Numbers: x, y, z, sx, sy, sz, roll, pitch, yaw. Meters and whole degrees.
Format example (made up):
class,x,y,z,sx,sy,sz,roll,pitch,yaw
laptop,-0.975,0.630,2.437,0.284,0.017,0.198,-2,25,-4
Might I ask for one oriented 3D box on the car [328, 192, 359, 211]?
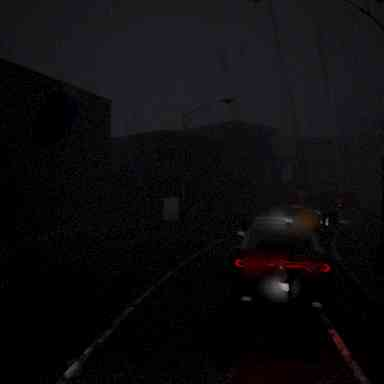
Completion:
class,x,y,z,sx,sy,sz,roll,pitch,yaw
car,16.928,1.012,37.585,5.566,2.045,2.150,0,1,-42

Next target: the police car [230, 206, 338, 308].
class,x,y,z,sx,sy,sz,roll,pitch,yaw
police car,2.099,1.371,8.090,1.930,1.638,5.238,0,0,13

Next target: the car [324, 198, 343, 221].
class,x,y,z,sx,sy,sz,roll,pitch,yaw
car,8.157,1.388,21.557,1.837,1.490,4.892,1,1,35

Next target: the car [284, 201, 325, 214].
class,x,y,z,sx,sy,sz,roll,pitch,yaw
car,5.287,1.376,16.742,1.882,1.535,5.008,1,1,27
